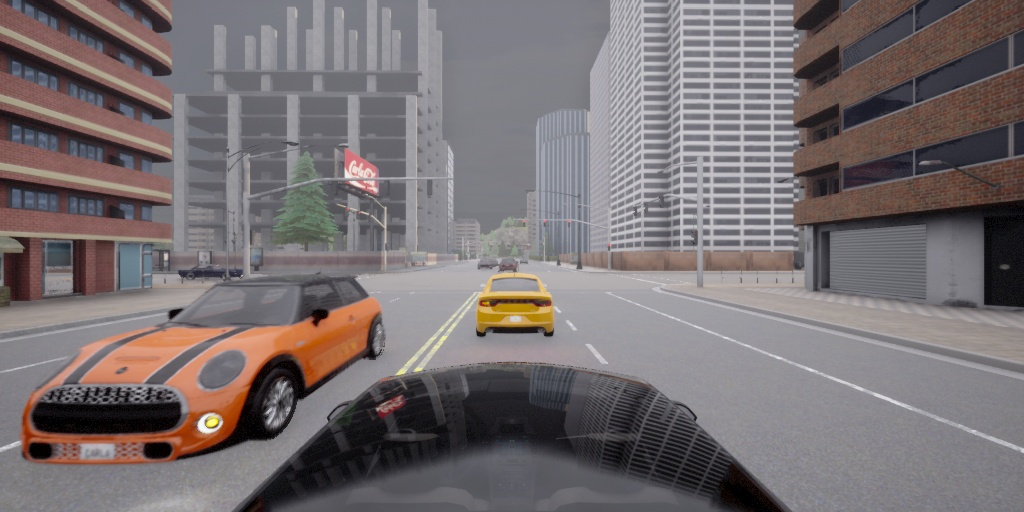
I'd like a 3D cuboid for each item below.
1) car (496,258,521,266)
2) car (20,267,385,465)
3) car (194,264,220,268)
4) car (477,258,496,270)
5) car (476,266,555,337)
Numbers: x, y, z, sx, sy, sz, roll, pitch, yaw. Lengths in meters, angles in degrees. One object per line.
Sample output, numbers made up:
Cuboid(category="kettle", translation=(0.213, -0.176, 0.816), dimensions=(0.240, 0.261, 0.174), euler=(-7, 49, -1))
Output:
Cuboid(category="car", translation=(-0.379, 1.102, 45.062), dimensions=(2.097, 1.767, 4.553), euler=(0, 0, 5))
Cuboid(category="car", translation=(-3.609, 1.102, 5.355), dimensions=(2.097, 1.767, 4.553), euler=(0, 0, 0))
Cuboid(category="car", translation=(-24.932, 1.351, 30.172), dimensions=(4.718, 1.301, 1.895), euler=(0, 0, -1))
Cuboid(category="car", translation=(-3.885, 1.102, 52.614), dimensions=(2.097, 1.767, 4.553), euler=(0, 0, 0))
Cuboid(category="car", translation=(0.061, 1.228, 10.345), dimensions=(1.882, 1.535, 5.008), euler=(0, 0, 0))
